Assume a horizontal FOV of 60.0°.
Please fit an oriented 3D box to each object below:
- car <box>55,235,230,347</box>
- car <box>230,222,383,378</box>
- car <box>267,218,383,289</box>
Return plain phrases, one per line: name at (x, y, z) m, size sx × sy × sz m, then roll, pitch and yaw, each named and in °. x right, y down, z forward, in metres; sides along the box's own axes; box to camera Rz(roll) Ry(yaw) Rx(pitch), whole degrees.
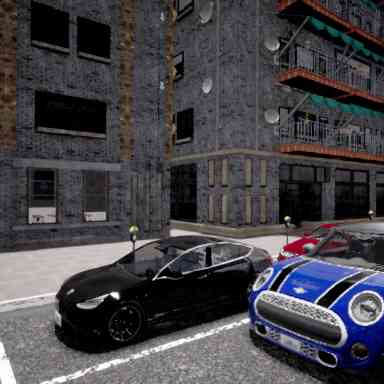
car at (-0.280, 1.566, 6.368) m, size 4.313 × 1.339 × 1.947 m, roll 0°, pitch 0°, yaw -36°
car at (3.089, 1.353, 5.611) m, size 4.553 × 1.767 × 2.097 m, roll 0°, pitch 0°, yaw -36°
car at (4.316, 1.585, 9.675) m, size 4.206 × 1.307 × 1.802 m, roll 0°, pitch 0°, yaw -36°
